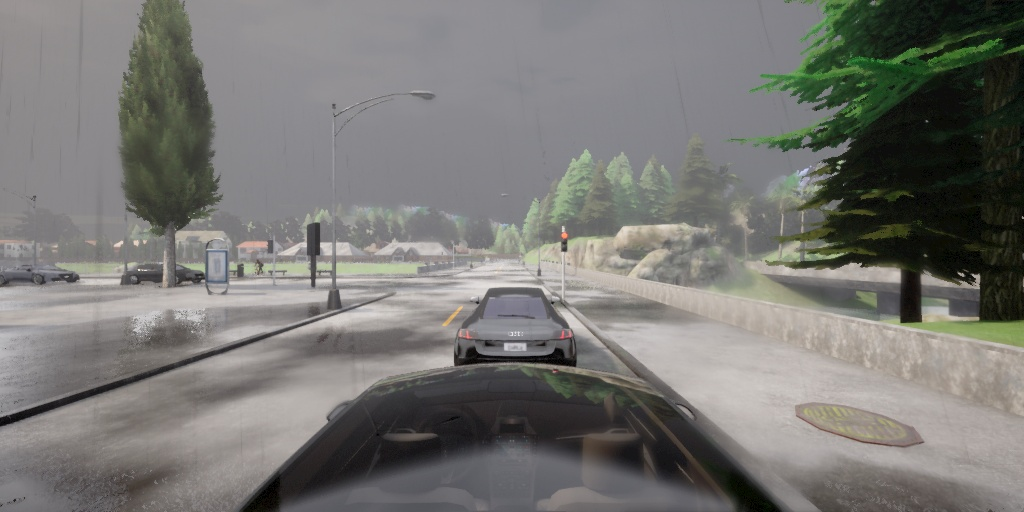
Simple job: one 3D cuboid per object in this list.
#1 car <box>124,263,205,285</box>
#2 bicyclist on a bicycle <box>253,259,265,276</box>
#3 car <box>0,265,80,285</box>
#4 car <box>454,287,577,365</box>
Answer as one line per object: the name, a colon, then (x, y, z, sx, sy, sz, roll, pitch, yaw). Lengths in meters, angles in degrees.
car: (-24.834, 1.255, 25.732, 4.892, 1.490, 1.837, 0, 0, 0)
bicyclist on a bicycle: (-24.100, 1.099, 34.130, 0.582, 1.620, 1.656, 0, 0, 0)
car: (-33.957, 1.314, 25.740, 4.181, 1.385, 1.994, 0, 0, 0)
car: (0.063, 1.314, 7.307, 1.994, 1.385, 4.181, 0, 0, 0)
